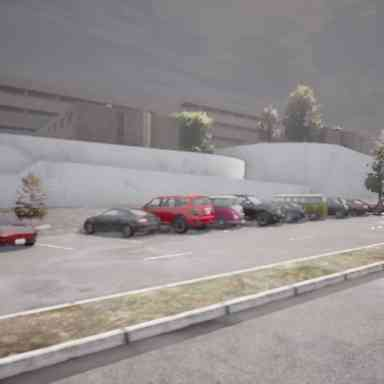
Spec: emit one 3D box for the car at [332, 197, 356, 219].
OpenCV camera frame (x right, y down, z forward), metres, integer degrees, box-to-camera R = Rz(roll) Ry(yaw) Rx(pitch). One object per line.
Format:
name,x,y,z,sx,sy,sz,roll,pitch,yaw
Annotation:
car,10.876,1.259,27.990,4.553,1.767,2.185,-1,0,35

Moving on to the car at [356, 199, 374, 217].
car,13.284,1.408,29.733,4.674,1.452,2.002,-1,0,35

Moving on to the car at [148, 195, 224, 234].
car,-1.327,1.219,19.370,5.566,2.045,2.435,-1,0,35

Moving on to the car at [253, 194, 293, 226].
car,3.587,1.185,22.807,5.566,2.045,2.435,-1,-1,35

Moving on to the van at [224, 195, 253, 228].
van,1.230,1.226,21.026,4.442,1.987,1.878,-1,-1,35

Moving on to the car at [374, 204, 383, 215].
car,15.755,1.380,31.467,4.792,1.488,2.163,-1,-1,35

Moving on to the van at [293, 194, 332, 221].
van,8.322,1.178,26.342,4.442,1.987,1.878,-1,0,35

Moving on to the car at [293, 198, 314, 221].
car,5.997,1.420,24.542,4.892,1.521,2.231,-1,0,35

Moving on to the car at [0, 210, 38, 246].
car,-8.566,1.524,14.146,4.792,1.488,2.163,-1,-1,35

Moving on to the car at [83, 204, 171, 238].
car,-3.727,1.521,17.620,4.674,1.452,2.002,-1,0,35
